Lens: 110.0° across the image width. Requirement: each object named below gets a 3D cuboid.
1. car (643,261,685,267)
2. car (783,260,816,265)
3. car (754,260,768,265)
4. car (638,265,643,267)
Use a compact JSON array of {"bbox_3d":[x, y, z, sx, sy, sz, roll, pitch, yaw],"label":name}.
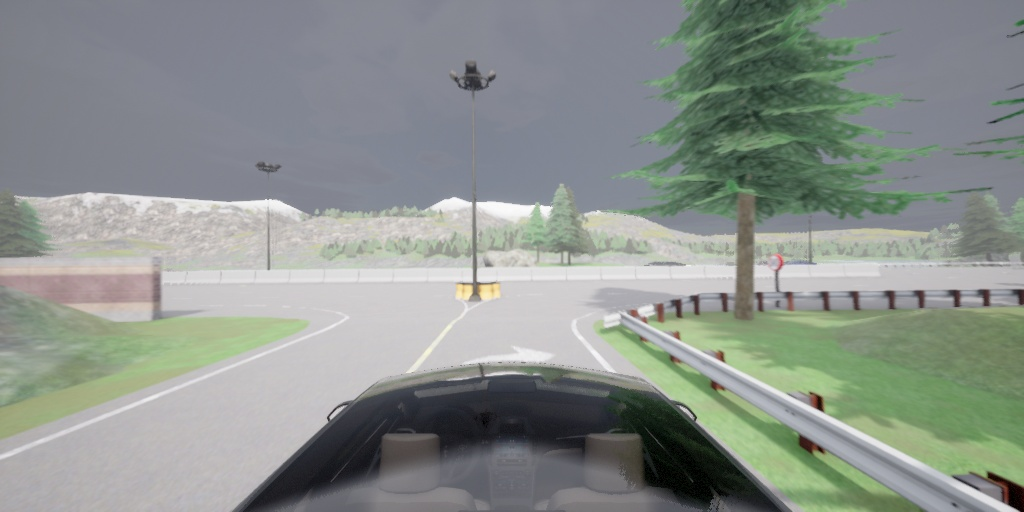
[{"bbox_3d":[20.525,1.466,47.675,4.892,1.490,1.837,0,0,0],"label":"car"},{"bbox_3d":[37.636,1.253,47.757,5.008,1.535,1.882,-1,0,0],"label":"car"},{"bbox_3d":[36.049,1.313,51.244,4.892,1.490,1.837,-1,0,0],"label":"car"},{"bbox_3d":[20.561,1.481,51.166,4.892,1.490,1.837,0,0,0],"label":"car"}]
